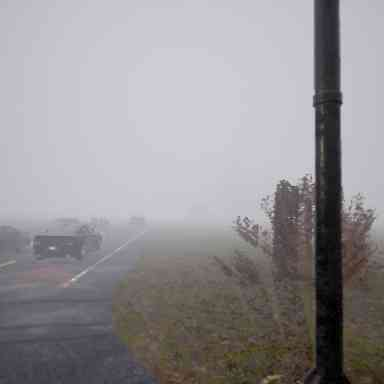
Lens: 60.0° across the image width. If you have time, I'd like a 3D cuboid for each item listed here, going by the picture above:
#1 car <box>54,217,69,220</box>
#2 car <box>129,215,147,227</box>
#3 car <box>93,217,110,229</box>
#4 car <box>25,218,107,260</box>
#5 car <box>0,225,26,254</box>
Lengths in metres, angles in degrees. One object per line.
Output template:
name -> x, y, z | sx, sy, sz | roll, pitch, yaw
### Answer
car -> -9.725, 2.723, 25.328 | 1.837, 1.490, 4.892 | 1, -3, -3
car -> -6.787, 3.654, 42.383 | 2.128, 1.511, 4.902 | 1, -3, -3
car -> -10.179, 3.365, 35.620 | 1.895, 1.301, 4.718 | 1, -3, -2
car -> -5.655, 2.224, 15.738 | 1.882, 1.535, 5.008 | 0, -3, -2
car -> -9.271, 2.226, 15.169 | 2.033, 1.411, 5.357 | 1, -3, -3
